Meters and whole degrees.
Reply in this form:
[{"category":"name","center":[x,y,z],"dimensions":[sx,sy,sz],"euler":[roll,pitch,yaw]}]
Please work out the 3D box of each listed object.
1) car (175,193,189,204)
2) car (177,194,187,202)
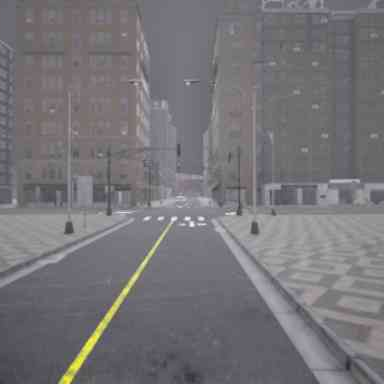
[{"category":"car","center":[-2.248,1.269,66.689],"dimensions":[2.150,2.045,5.566],"euler":[0,0,0]},{"category":"car","center":[-2.213,1.424,76.412],"dimensions":[2.097,1.767,4.553],"euler":[0,0,0]}]
